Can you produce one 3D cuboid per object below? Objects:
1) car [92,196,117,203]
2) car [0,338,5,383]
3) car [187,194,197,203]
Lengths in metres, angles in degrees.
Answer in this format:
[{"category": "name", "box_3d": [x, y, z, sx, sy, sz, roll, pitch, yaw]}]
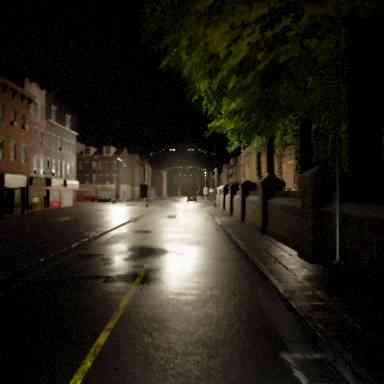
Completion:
[{"category": "car", "box_3d": [-15.044, 1.304, 57.217, 4.313, 1.339, 1.947, 1, -1, 0]}, {"category": "car", "box_3d": [-2.838, 1.352, 1.297, 2.097, 1.767, 4.553, 0, 0, -1]}, {"category": "car", "box_3d": [0.009, 1.248, 66.885, 2.097, 1.767, 4.553, 0, 0, 0]}]
